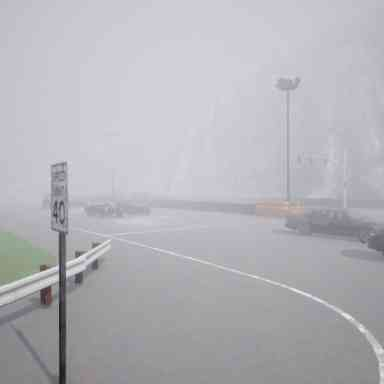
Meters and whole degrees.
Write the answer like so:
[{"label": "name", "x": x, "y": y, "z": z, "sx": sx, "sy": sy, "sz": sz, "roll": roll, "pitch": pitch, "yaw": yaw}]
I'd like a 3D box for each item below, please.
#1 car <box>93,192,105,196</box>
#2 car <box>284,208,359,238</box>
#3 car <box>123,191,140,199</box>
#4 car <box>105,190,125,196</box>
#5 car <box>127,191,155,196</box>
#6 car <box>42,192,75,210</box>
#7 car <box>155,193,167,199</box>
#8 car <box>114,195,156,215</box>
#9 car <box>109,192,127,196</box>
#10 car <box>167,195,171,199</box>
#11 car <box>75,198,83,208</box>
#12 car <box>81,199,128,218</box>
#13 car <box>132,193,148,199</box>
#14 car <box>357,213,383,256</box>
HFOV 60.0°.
[{"label": "car", "x": -20.870, "y": 0.757, "z": 74.765, "sx": 2.097, "sy": 1.767, "sz": 4.553, "roll": 0, "pitch": 1, "yaw": -38}, {"label": "car", "x": 7.148, "y": 1.513, "z": 16.262, "sx": 2.033, "sy": 1.411, "sz": 5.357, "roll": 0, "pitch": 0, "yaw": -38}, {"label": "car", "x": -14.058, "y": 0.740, "z": 77.407, "sx": 2.097, "sy": 1.767, "sz": 4.553, "roll": 0, "pitch": 1, "yaw": -38}, {"label": "car", "x": -16.843, "y": 0.660, "z": 75.288, "sx": 2.150, "sy": 2.045, "sz": 5.566, "roll": 0, "pitch": 1, "yaw": -38}, {"label": "car", "x": -10.358, "y": 0.830, "z": 67.151, "sx": 2.150, "sy": 2.045, "sz": 5.566, "roll": 0, "pitch": 1, "yaw": -38}, {"label": "car", "x": -16.755, "y": 1.067, "z": 40.904, "sx": 2.150, "sy": 2.045, "sz": 5.566, "roll": 0, "pitch": 2, "yaw": -38}, {"label": "car", "x": -7.898, "y": 0.950, "z": 69.524, "sx": 2.097, "sy": 1.767, "sz": 4.553, "roll": 0, "pitch": 1, "yaw": -38}, {"label": "car", "x": -5.881, "y": 1.398, "z": 32.703, "sx": 1.882, "sy": 1.535, "sz": 5.008, "roll": 0, "pitch": 1, "yaw": -38}, {"label": "car", "x": -14.527, "y": 1.182, "z": 66.803, "sx": 1.895, "sy": 1.301, "sz": 4.718, "roll": 0, "pitch": 1, "yaw": -38}, {"label": "car", "x": -6.701, "y": 1.147, "z": 73.693, "sx": 1.895, "sy": 1.301, "sz": 4.718, "roll": 0, "pitch": 1, "yaw": -38}, {"label": "car", "x": -15.603, "y": 1.424, "z": 45.118, "sx": 1.895, "sy": 1.301, "sz": 4.718, "roll": 0, "pitch": 1, "yaw": -38}, {"label": "car", "x": -7.839, "y": 1.534, "z": 29.534, "sx": 1.895, "sy": 1.301, "sz": 4.718, "roll": 0, "pitch": 0, "yaw": -38}, {"label": "car", "x": -12.687, "y": 0.901, "z": 81.340, "sx": 1.812, "sy": 1.442, "sz": 4.674, "roll": 0, "pitch": 1, "yaw": -38}, {"label": "car", "x": 7.756, "y": 1.503, "z": 9.867, "sx": 1.812, "sy": 1.442, "sz": 4.674, "roll": 0, "pitch": 0, "yaw": -38}]
